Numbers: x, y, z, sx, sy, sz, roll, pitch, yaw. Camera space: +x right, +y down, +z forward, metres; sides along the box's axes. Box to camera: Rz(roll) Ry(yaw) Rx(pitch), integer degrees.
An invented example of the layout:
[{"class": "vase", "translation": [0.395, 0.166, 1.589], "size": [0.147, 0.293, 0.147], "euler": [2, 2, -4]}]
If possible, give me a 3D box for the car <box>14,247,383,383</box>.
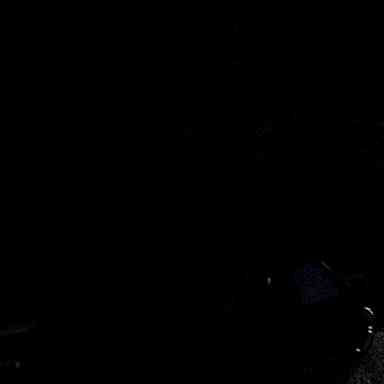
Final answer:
[{"class": "car", "translation": [0.700, 1.533, 4.472], "size": [5.357, 1.411, 2.033], "euler": [0, 0, -34]}]
